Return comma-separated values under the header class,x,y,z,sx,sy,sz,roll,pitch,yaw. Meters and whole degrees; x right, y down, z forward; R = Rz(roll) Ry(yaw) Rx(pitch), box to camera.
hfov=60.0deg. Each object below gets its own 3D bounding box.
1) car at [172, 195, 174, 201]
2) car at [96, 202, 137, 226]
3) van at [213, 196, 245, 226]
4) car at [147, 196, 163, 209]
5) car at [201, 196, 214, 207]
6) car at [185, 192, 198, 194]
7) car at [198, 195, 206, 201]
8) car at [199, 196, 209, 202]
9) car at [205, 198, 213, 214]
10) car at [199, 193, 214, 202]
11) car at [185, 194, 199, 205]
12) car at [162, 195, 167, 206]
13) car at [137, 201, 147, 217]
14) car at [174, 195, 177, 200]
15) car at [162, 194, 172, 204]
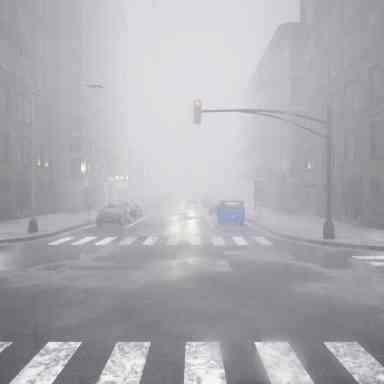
class,x,y,z,sx,sy,sz,roll,pitch,yaw
car,-5.400,1.293,68.641,2.192,1.841,5.009,0,0,0
car,-5.392,1.550,23.187,2.008,1.369,4.403,0,0,0
van,2.633,1.340,23.197,1.690,1.788,3.998,0,0,0
car,-5.396,1.520,45.744,1.752,1.417,4.829,0,0,0
car,2.629,1.576,45.922,1.802,1.307,4.206,0,0,0
car,0.083,1.331,67.106,2.097,1.767,4.553,0,0,-2
car,2.623,1.531,85.691,1.947,1.339,4.313,0,0,0
car,2.625,1.524,74.328,2.008,1.369,4.403,0,0,0
car,2.631,1.580,34.559,1.802,1.307,4.206,0,0,0
car,2.629,1.305,51.603,2.192,1.841,5.009,0,0,0
car,0.093,1.512,57.276,1.812,1.442,4.674,0,0,0
car,-5.397,1.556,51.596,1.947,1.339,4.313,0,0,0
car,-5.393,1.543,28.868,1.887,1.381,4.507,0,0,0
car,-5.401,1.410,80.005,1.967,1.590,4.097,0,0,0
car,-5.399,1.548,62.960,1.947,1.339,4.313,0,0,0
